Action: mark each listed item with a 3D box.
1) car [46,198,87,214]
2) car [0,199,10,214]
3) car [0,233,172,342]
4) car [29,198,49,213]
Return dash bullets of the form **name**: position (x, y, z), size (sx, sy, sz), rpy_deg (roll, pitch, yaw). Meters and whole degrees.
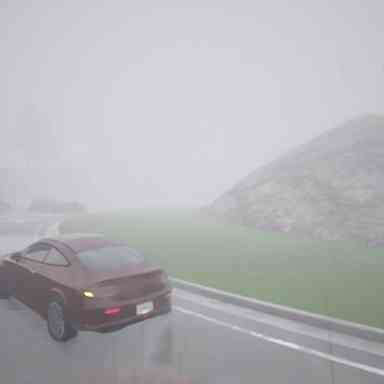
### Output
- **car**: position (-13.167, 1.638, 35.984), size (2.033, 1.411, 5.357), rpy_deg (0, 0, 5)
- **car**: position (-20.136, 1.233, 32.497), size (2.150, 2.045, 5.566), rpy_deg (0, 0, -1)
- **car**: position (-2.331, 1.546, 6.546), size (4.674, 1.442, 1.812), rpy_deg (0, 0, 45)
- **car**: position (-16.320, 1.423, 37.550), size (2.097, 1.767, 4.553), rpy_deg (1, 0, 5)
